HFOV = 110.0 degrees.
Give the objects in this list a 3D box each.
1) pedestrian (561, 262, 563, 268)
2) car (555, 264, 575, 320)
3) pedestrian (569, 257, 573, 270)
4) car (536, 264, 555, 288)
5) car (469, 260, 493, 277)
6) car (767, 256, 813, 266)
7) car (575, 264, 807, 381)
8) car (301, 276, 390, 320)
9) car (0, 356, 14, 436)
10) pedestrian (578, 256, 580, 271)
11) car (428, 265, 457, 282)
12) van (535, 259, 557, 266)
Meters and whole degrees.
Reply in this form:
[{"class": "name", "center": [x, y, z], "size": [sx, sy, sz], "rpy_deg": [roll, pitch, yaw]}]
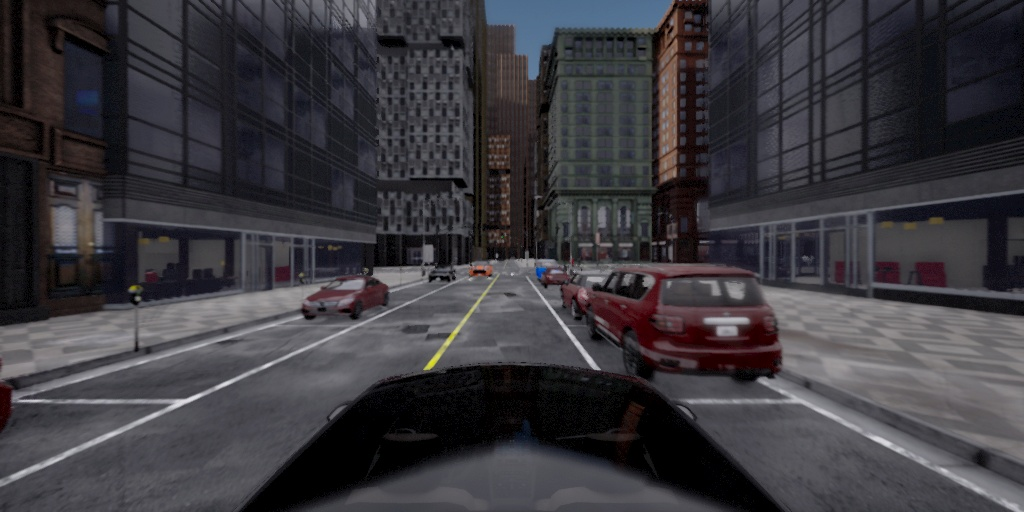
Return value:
[{"class": "pedestrian", "center": [6.140, 1.300, 44.377], "size": [0.375, 1.300, 0.375], "rpy_deg": [0, 0, 0]}, {"class": "car", "center": [2.858, 1.229, 12.786], "size": [1.967, 1.591, 4.097], "rpy_deg": [0, 0, 0]}, {"class": "pedestrian", "center": [7.140, 0.995, 43.176], "size": [0.375, 1.860, 0.375], "rpy_deg": [0, 0, 0]}, {"class": "car", "center": [2.860, 1.406, 24.084], "size": [1.802, 1.307, 4.207], "rpy_deg": [0, 0, 0]}, {"class": "car", "center": [-3.057, 1.206, 36.211], "size": [2.097, 1.767, 4.553], "rpy_deg": [0, 0, 0]}, {"class": "car", "center": [39.194, 0.861, 50.558], "size": [4.181, 1.385, 1.994], "rpy_deg": [-1, 0, 0]}, {"class": "car", "center": [2.858, 1.085, 7.137], "size": [2.192, 1.841, 5.009], "rpy_deg": [0, 0, 0]}, {"class": "car", "center": [-5.666, 1.371, 12.785], "size": [1.802, 1.307, 4.207], "rpy_deg": [0, 0, 0]}, {"class": "car", "center": [-5.668, 1.294, 1.487], "size": [1.888, 1.381, 4.507], "rpy_deg": [0, 0, 0]}, {"class": "pedestrian", "center": [8.140, 0.960, 43.775], "size": [0.375, 1.860, 0.375], "rpy_deg": [0, 0, 0]}, {"class": "car", "center": [-5.665, 1.405, 29.733], "size": [1.948, 1.339, 4.313], "rpy_deg": [0, 0, 0]}, {"class": "van", "center": [2.860, 1.181, 29.734], "size": [1.690, 1.789, 3.998], "rpy_deg": [0, 0, 0]}]
